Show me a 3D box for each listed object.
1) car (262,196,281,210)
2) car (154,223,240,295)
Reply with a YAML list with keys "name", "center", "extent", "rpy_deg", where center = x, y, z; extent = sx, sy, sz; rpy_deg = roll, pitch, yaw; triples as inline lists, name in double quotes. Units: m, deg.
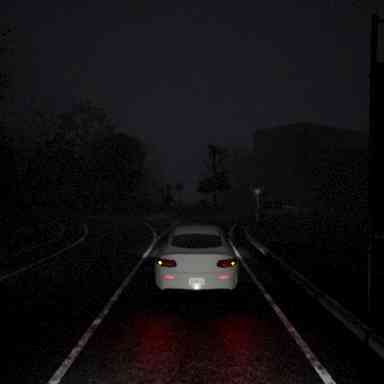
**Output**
- name: "car"
  center: [9.341, 1.228, 39.131]
  extent: [1.882, 1.535, 5.008]
  rpy_deg: [1, 0, 8]
- name: "car"
  center: [0.121, 1.513, 8.568]
  extent: [1.812, 1.442, 4.674]
  rpy_deg: [0, 0, 1]
